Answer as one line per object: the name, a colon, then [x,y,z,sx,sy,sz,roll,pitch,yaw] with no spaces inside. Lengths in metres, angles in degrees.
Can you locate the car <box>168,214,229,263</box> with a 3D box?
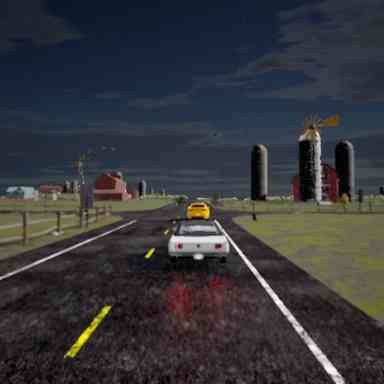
car: [0.228,1.717,12.428,1.895,1.301,4.718,0,-1,1]

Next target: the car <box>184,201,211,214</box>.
car: [0.660,1.775,30.781,1.882,1.535,5.008,0,-1,4]

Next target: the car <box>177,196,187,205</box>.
car: [-2.580,2.132,84.713,2.150,2.045,5.566,0,-1,1]
